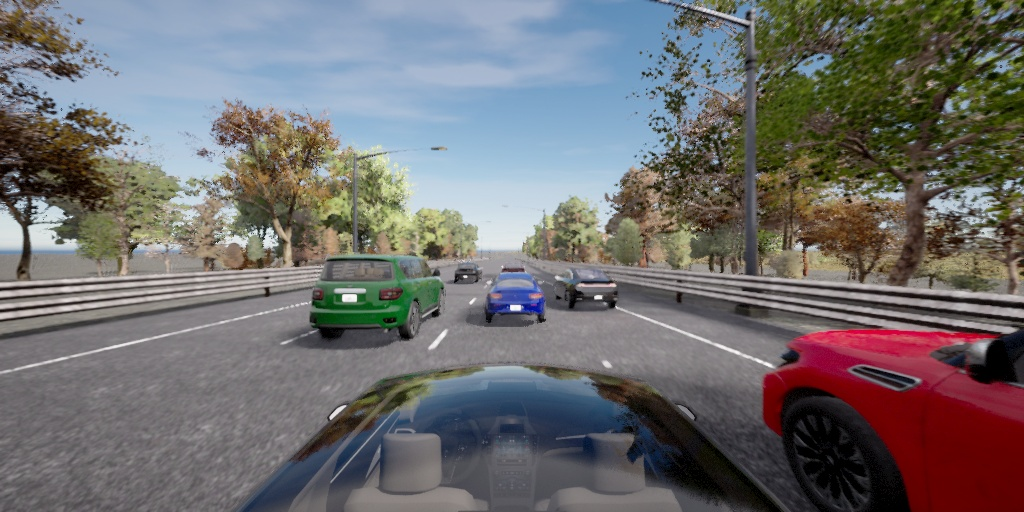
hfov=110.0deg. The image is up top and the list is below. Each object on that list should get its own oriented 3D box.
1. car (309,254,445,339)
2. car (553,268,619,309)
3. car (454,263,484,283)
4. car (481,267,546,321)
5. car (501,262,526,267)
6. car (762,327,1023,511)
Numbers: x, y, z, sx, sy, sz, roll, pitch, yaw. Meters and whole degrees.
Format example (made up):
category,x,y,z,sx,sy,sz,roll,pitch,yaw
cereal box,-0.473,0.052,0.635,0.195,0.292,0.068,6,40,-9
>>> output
category,x,y,z,sx,sy,sz,roll,pitch,yaw
car,-3.400,0.977,10.189,2.150,2.045,5.566,0,0,0
car,2.933,1.252,15.045,2.128,1.511,4.902,0,0,-3
car,-3.401,1.279,28.580,1.837,1.490,4.892,0,0,0
car,0.099,1.283,12.316,1.812,1.442,4.674,0,0,0
car,0.111,1.253,30.190,1.882,1.535,5.008,0,0,0
car,3.479,0.970,0.987,2.150,2.045,5.566,0,0,-2
